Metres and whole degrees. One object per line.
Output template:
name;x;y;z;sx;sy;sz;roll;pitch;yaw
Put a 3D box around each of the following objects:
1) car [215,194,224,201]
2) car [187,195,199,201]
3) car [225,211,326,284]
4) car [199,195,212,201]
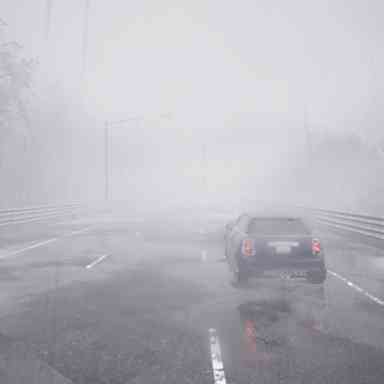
car;7.028;1.435;86.204;2.097;1.767;4.553;0;0;7
car;-0.063;1.618;85.755;2.033;1.411;5.357;0;0;7
car;2.148;1.354;9.799;2.097;1.767;4.553;0;0;1
car;3.467;1.674;85.835;1.895;1.301;4.718;0;0;7
